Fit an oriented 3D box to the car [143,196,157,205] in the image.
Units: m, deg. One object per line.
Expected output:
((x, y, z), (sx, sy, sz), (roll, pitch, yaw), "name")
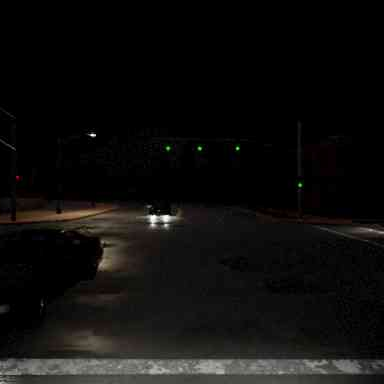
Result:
((-7.062, 1.454, 58.208), (1.837, 1.490, 4.892), (2, 0, -26), "car")

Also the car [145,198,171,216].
((-3.080, 1.576, 32.699), (1.994, 1.385, 4.181), (0, 0, -1), "car")

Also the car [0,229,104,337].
((-3.439, 1.549, 7.200), (2.033, 1.411, 5.357), (0, 0, 1), "car")
